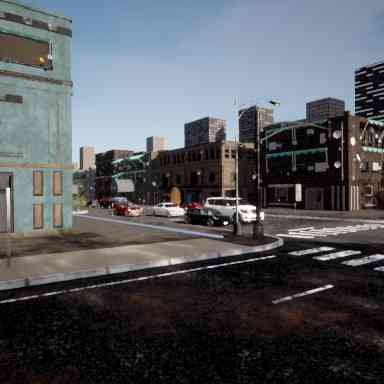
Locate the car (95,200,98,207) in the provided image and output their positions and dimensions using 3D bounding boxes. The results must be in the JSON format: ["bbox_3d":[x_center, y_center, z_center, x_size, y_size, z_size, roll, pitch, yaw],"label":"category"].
[{"bbox_3d":[-16.171,1.939,63.641,2.192,1.841,5.009,-1,0,-36],"label":"car"}]

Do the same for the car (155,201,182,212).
[{"bbox_3d":[-3.291,1.965,45.629,1.802,1.307,4.206,-2,0,-36],"label":"car"}]

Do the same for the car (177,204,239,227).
[{"bbox_3d":[1.079,1.814,24.891,1.947,1.339,4.313,-2,0,-36],"label":"car"}]

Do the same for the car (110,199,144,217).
[{"bbox_3d":[-6.894,1.846,36.251,1.967,1.590,4.097,-1,0,-36],"label":"car"}]

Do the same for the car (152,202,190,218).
[{"bbox_3d":[-2.541,1.862,34.640,1.812,1.442,4.674,-1,0,-35],"label":"car"}]

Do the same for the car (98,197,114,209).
[{"bbox_3d":[-13.423,2.066,55.365,1.837,1.490,4.892,-1,0,-36],"label":"car"}]

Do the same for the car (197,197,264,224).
[{"bbox_3d":[3.160,1.445,26.655,2.150,2.045,5.566,-1,0,-35],"label":"car"}]

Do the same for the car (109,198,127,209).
[{"bbox_3d":[-8.584,1.931,43.112,1.882,1.535,5.008,-1,0,-35],"label":"car"}]

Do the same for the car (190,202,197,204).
[{"bbox_3d":[-0.074,1.903,41.126,1.802,1.307,4.206,-2,0,-36],"label":"car"}]

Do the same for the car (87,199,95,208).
[{"bbox_3d":[-19.197,2.158,63.446,2.128,1.511,4.902,-1,0,-36],"label":"car"}]

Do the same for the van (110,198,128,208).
[{"bbox_3d":[-12.952,1.906,59.138,1.690,1.788,3.998,-1,0,-36],"label":"van"}]

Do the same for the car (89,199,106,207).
[{"bbox_3d":[-19.384,2.227,68.145,1.887,1.381,4.507,-1,0,-36],"label":"car"}]
